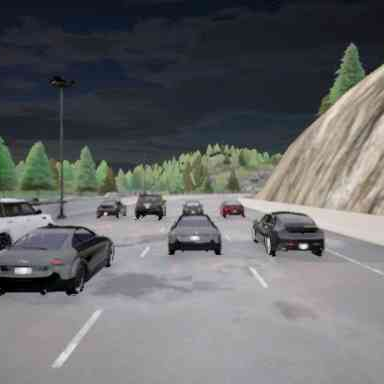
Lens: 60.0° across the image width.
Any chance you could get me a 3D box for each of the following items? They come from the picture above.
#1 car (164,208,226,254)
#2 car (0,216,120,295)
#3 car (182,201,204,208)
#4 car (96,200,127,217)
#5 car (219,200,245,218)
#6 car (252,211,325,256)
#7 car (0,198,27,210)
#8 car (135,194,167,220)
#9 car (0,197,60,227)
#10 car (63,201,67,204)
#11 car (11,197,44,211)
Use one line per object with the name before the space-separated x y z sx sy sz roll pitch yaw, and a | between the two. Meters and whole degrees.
car | 0.099 1.561 13.487 1.994 1.385 4.181 0 0 0
car | -3.402 1.562 8.718 1.994 1.385 4.181 0 0 0
car | 0.085 1.519 29.999 1.812 1.442 4.674 0 0 0
car | -6.901 1.499 29.007 1.837 1.490 4.892 0 0 0
car | 3.598 1.471 30.506 1.882 1.535 5.008 0 0 0
car | 3.600 1.502 13.141 1.837 1.490 4.892 0 0 0
car | -24.547 1.538 44.623 2.033 1.411 5.357 0 0 1
car | -3.401 1.215 28.060 2.150 2.045 5.566 0 0 0
car | -6.900 1.219 11.846 2.150 2.045 5.566 0 0 0
car | -17.581 1.539 42.183 2.033 1.411 5.357 0 0 0
car | -21.056 1.494 42.827 1.837 1.490 4.892 0 1 1
